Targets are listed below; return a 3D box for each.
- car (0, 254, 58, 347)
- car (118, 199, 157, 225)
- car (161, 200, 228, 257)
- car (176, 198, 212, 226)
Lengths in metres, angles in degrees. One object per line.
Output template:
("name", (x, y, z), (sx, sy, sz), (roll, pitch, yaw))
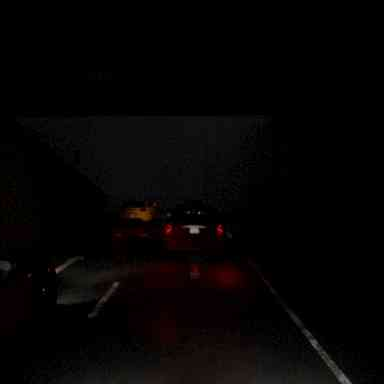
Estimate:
("car", (-3.448, 1.291, 4.059), (2.097, 1.767, 4.553), (0, 1, 1))
("car", (-3.393, 1.160, 21.338), (1.882, 1.535, 5.008), (0, 1, 0))
("car", (0.088, 1.168, 12.293), (2.097, 1.767, 4.553), (0, 1, 0))
("car", (0.109, 1.222, 21.822), (2.033, 1.411, 5.357), (0, 1, 0))
